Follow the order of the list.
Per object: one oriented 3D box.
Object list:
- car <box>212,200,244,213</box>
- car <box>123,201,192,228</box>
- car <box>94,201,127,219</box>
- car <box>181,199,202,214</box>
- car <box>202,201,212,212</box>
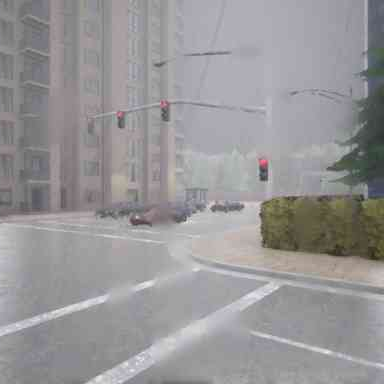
[{"bbox_3d":[3.974,1.601,37.201,1.895,1.301,4.718,0,0,36],"label":"car"},{"bbox_3d":[-2.241,1.564,22.623,1.994,1.385,4.181,0,0,38],"label":"car"},{"bbox_3d":[-6.016,1.547,29.452,2.033,1.411,5.357,0,0,36],"label":"car"},{"bbox_3d":[-1.680,1.547,29.459,2.033,1.411,5.357,0,0,36],"label":"car"},{"bbox_3d":[-0.325,1.491,37.250,2.128,1.511,4.902,0,0,36],"label":"car"}]
